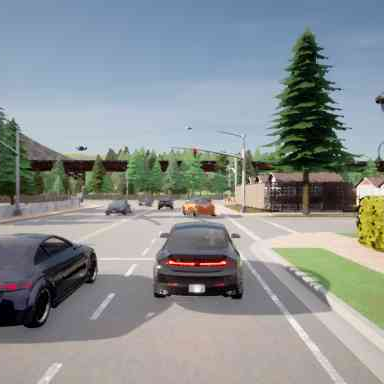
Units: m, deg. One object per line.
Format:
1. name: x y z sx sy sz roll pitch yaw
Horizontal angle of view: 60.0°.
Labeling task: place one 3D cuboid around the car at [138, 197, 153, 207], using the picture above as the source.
1. car: -7.014 1.528 50.738 2.128 1.511 4.902 0 0 0

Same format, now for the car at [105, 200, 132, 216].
1. car: -7.093 1.526 32.581 1.812 1.442 4.674 0 0 0

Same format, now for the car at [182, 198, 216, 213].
1. car: 0.576 1.353 31.041 2.097 1.767 4.553 0 0 -17

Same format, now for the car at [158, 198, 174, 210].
1. car: -3.411 1.505 43.737 1.837 1.490 4.892 0 0 0

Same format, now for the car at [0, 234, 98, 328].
1. car: -3.420 1.564 6.979 1.994 1.385 4.181 0 0 0

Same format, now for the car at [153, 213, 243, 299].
1. car: 0.193 1.505 8.465 1.837 1.490 4.892 0 0 2
